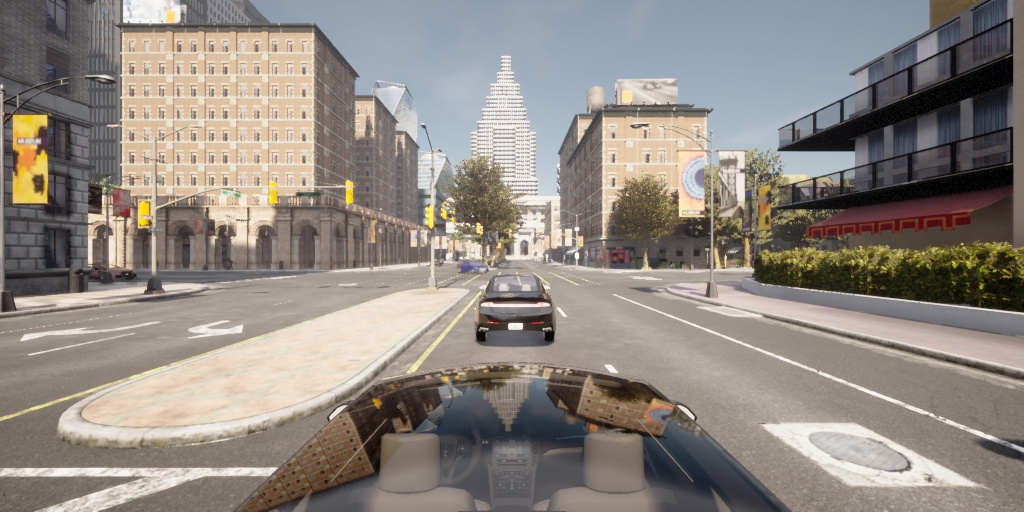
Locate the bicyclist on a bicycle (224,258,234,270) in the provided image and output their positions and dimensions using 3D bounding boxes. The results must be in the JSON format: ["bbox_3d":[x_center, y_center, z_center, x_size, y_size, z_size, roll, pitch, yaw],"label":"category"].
[{"bbox_3d":[-37.237,1.050,47.246,0.582,1.620,1.656,0,0,0],"label":"bicyclist on a bicycle"}]

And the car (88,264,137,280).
[{"bbox_3d":[-33.463,1.314,29.294,4.181,1.385,1.994,0,0,0],"label":"car"}]

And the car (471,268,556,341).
[{"bbox_3d":[0.083,1.242,9.836,2.128,1.511,4.902,0,0,0],"label":"car"}]

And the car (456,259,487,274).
[{"bbox_3d":[-4.448,1.275,39.963,1.812,1.442,4.674,-1,0,-37],"label":"car"}]
